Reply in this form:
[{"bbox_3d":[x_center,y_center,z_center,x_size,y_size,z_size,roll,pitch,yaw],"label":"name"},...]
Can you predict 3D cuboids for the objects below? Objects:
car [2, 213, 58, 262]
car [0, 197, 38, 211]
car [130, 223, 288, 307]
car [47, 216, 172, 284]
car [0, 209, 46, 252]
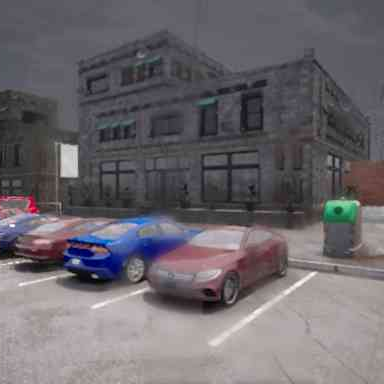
[{"bbox_3d":[-3.561,1.549,11.490,2.002,1.452,4.674,0,0,35],"label":"car"},{"bbox_3d":[-10.313,1.287,16.272,2.435,2.045,5.566,0,0,35],"label":"car"},{"bbox_3d":[0.933,1.530,8.292,2.002,1.452,4.674,0,0,35],"label":"car"},{"bbox_3d":[-1.318,1.499,9.887,2.097,1.535,5.008,0,0,35],"label":"car"},{"bbox_3d":[-5.912,1.560,13.166,2.002,1.452,4.674,0,0,35],"label":"car"}]
